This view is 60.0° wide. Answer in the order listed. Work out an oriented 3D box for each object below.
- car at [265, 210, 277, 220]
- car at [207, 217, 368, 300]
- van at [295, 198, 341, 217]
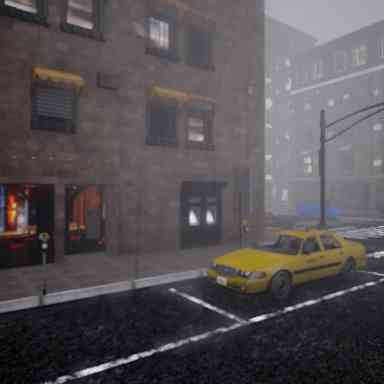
[{"bbox_3d":[4.270,1.537,24.434,1.967,1.590,4.097,0,0,-36],"label":"car"},{"bbox_3d":[2.590,1.563,8.432,4.829,1.417,1.752,0,-1,-36],"label":"car"},{"bbox_3d":[11.055,1.424,29.354,1.690,1.788,3.998,0,0,-36],"label":"van"}]
